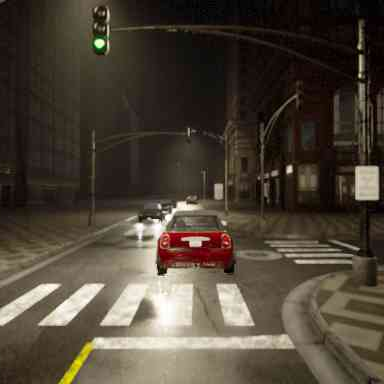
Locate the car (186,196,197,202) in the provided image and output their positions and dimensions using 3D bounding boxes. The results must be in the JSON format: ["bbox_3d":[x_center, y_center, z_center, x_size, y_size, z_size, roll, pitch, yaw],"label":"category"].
[{"bbox_3d":[-0.029,1.643,56.991,1.895,1.301,4.718,0,0,0],"label":"car"}]

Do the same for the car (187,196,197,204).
[{"bbox_3d":[-0.033,1.518,66.965,1.882,1.535,5.008,0,0,0],"label":"car"}]

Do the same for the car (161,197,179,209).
[{"bbox_3d":[-3.070,1.535,47.278,2.128,1.511,4.902,0,0,0],"label":"car"}]

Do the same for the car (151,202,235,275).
[{"bbox_3d":[0.090,1.352,10.669,2.097,1.767,4.553,0,0,0],"label":"car"}]

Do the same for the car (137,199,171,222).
[{"bbox_3d":[-3.112,1.583,26.978,2.033,1.411,5.357,0,0,0],"label":"car"}]

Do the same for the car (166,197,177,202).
[{"bbox_3d":[-3.110,1.533,36.923,2.128,1.511,4.902,0,0,0],"label":"car"}]
